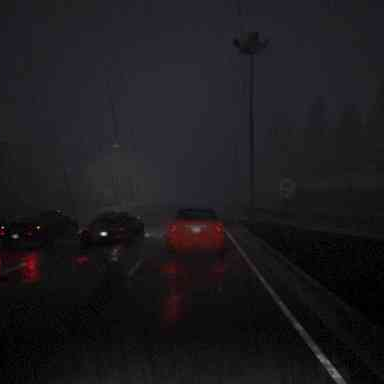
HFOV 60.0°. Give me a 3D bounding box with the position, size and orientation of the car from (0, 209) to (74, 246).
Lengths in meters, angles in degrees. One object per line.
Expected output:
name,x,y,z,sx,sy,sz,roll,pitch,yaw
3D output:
car,-6.792,1.510,15.193,1.812,1.442,4.674,0,0,1

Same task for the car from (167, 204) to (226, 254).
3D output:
car,0.184,1.337,13.657,2.097,1.767,4.553,0,0,1

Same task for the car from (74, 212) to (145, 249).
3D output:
car,-3.300,1.550,14.548,1.994,1.385,4.181,0,0,1
